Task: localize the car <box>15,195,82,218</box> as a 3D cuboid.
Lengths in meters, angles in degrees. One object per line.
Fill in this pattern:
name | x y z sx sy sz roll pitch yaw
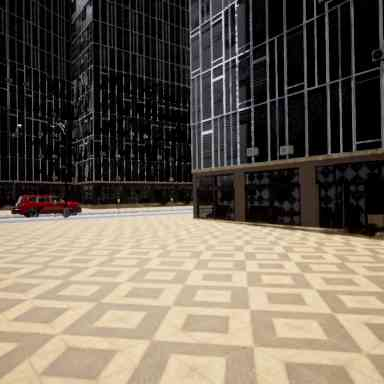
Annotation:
car | -11.741 1.188 27.327 5.009 1.841 2.192 0 -1 -36
